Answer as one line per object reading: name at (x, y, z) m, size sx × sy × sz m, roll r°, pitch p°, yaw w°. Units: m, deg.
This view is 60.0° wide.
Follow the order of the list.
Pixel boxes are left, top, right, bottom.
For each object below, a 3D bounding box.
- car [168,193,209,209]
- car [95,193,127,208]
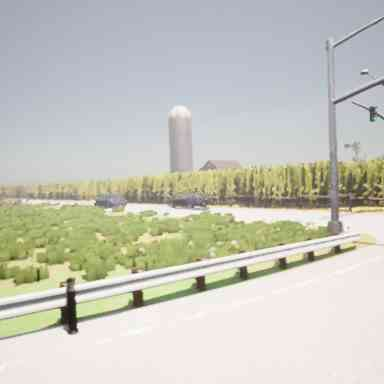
car at (-0.440, 0.892, 32.909) m, size 2.128 × 1.511 × 4.902 m, roll -4°, pitch 2°, yaw -41°
car at (-9.393, 0.962, 38.382) m, size 2.097 × 1.767 × 4.553 m, roll -4°, pitch 2°, yaw -41°
